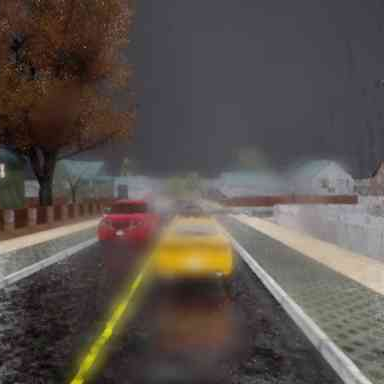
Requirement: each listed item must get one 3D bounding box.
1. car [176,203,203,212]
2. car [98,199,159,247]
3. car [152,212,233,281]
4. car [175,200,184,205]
[{"bbox_3d":[0.061,1.781,23.821,2.033,1.411,5.357,0,-1,0],"label":"car"},{"bbox_3d":[-2.853,1.376,16.146,2.150,2.045,5.566,0,-1,0],"label":"car"},{"bbox_3d":[0.075,1.573,10.192,1.882,1.535,5.008,0,-2,0],"label":"car"},{"bbox_3d":[-2.797,2.431,76.493,2.033,1.411,5.357,0,-1,0],"label":"car"}]
